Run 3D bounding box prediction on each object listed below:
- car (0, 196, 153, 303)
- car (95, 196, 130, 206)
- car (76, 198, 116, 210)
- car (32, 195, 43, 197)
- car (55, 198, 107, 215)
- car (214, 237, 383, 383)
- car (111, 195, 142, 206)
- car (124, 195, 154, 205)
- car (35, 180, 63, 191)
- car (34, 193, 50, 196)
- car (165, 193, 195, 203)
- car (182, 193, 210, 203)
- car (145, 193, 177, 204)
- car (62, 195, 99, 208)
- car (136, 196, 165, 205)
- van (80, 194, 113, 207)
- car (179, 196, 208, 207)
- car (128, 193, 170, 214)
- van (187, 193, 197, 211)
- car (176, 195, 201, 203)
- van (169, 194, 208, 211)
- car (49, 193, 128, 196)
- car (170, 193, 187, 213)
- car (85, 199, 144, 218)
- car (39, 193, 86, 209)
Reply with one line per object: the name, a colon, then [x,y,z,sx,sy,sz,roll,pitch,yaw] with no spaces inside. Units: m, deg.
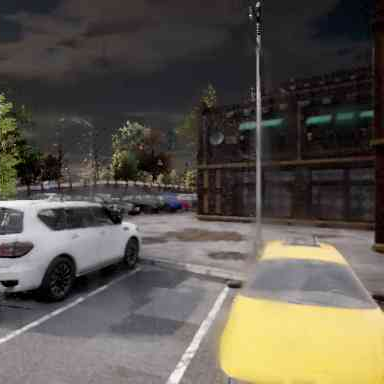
car: [-3.266,1.230,8.523,2.435,2.045,5.566,0,-1,15]
car: [-12.641,1.485,52.925,4.892,1.521,2.231,-1,-1,14]
car: [-12.283,1.501,42.981,1.837,1.490,4.892,0,0,34]
car: [-21.126,1.508,40.394,4.792,1.488,2.163,-1,0,14]
car: [-11.501,1.472,34.855,1.882,1.535,5.008,0,0,34]
car: [1.583,1.479,4.829,1.946,1.575,5.366,1,-1,15]
car: [-10.913,1.359,55.402,4.553,1.767,2.185,-1,0,14]
car: [-9.224,1.359,57.917,4.553,1.767,2.185,-1,0,14]
car: [-22.062,-1.037,51.412,1.812,1.442,4.674,0,4,34]
car: [-19.437,1.228,42.902,5.566,2.045,2.435,-1,0,14]
car: [-2.452,1.235,67.930,5.566,2.045,2.435,-1,-1,14]
car: [0.873,1.237,72.959,5.566,2.045,2.435,-1,0,14]
car: [-5.897,1.235,62.941,5.566,2.045,2.435,-1,0,14]
car: [-16.053,1.357,47.928,4.553,1.767,2.185,-1,-1,14]
car: [-7.528,1.515,60.420,4.792,1.488,2.163,-1,-1,14]
van: [-14.445,1.259,50.441,4.442,1.987,1.878,-1,0,14]
car: [0.251,1.493,52.283,2.128,1.511,4.902,0,0,34]
car: [-5.492,1.232,33.268,5.566,2.045,2.435,1,1,14]
van: [-2.035,1.262,38.145,4.442,1.987,1.878,1,0,14]
car: [-0.781,1.488,70.430,4.892,1.521,2.231,-1,0,14]
van: [-0.377,1.263,40.596,4.442,1.987,1.878,1,0,14]
car: [-8.750,1.230,28.367,5.566,2.045,2.435,1,0,14]
car: [-3.833,1.234,35.718,5.566,2.045,2.435,1,1,14]
car: [-7.150,1.512,30.807,4.792,1.488,2.163,1,1,14]
car: [-17.689,1.229,45.414,5.566,2.045,2.435,-1,-1,14]
